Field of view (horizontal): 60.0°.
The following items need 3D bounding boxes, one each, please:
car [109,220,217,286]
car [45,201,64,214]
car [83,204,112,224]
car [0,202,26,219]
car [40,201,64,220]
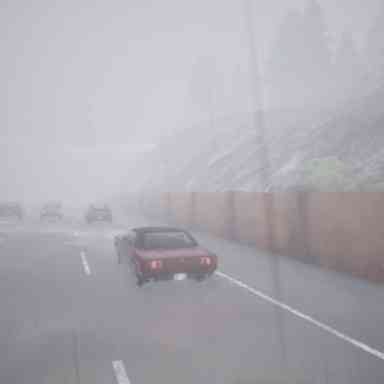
[{"bbox_3d":[-1.064,1.679,9.755,1.895,1.301,4.718,0,-1,-21],"label":"car"},{"bbox_3d":[-16.770,1.820,40.661,1.994,1.385,4.181,0,0,-21],"label":"car"},{"bbox_3d":[-7.499,1.676,26.400,2.128,1.511,4.902,0,-1,-21],"label":"car"},{"bbox_3d":[-16.925,1.654,31.367,1.882,1.535,5.008,0,-1,-21],"label":"car"},{"bbox_3d":[-12.819,1.738,30.442,2.033,1.411,5.357,0,-1,-21],"label":"car"}]
